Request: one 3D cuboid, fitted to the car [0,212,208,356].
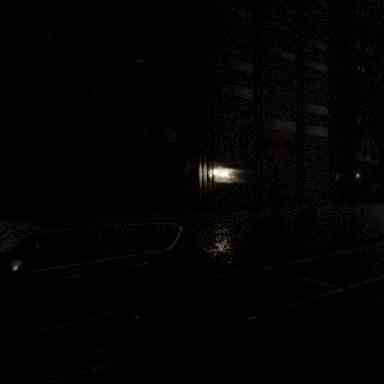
[{"bbox_3d":[-2.042,1.309,5.200,5.009,1.841,2.192,0,0,-35],"label":"car"}]
